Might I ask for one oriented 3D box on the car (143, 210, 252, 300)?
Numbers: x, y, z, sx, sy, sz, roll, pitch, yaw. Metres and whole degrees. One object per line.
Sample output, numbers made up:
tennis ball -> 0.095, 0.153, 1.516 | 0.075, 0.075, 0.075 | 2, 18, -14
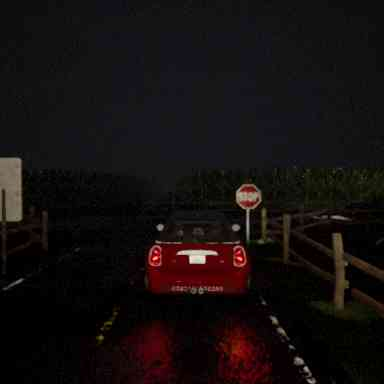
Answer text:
car -> 0.154, 1.232, 8.273 | 2.097, 1.767, 4.553 | 0, 1, 1

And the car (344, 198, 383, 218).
car -> 13.254, 1.108, 23.912 | 4.181, 1.385, 1.994 | 0, 1, 0
